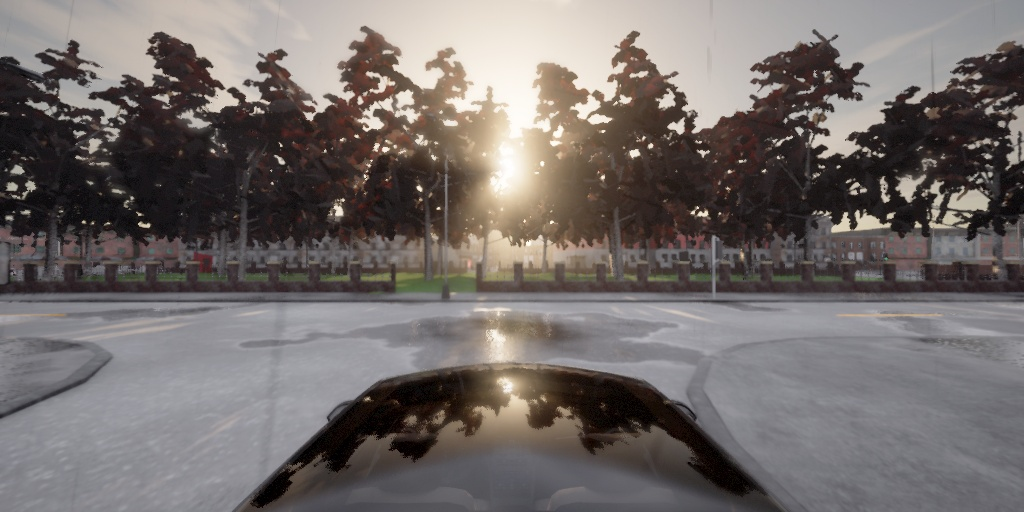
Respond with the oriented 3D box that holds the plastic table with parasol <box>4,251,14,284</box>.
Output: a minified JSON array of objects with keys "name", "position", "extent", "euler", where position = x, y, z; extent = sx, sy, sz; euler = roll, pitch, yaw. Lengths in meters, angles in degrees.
[{"name":"plastic table with parasol","position":[-43.602,1.013,32.824],"extent":[2.482,2.480,2.482],"euler":[0,0,-39]}]

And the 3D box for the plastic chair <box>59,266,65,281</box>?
[{"name":"plastic chair","position":[-38.183,1.665,30.912],"extent":[0.730,1.272,0.750],"euler":[0,0,-40]}]

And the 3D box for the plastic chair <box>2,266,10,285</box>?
[{"name":"plastic chair","position":[-44.610,1.678,32.074],"extent":[0.730,1.272,0.750],"euler":[0,0,-41]}]

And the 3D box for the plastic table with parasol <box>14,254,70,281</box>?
[{"name":"plastic table with parasol","position":[-39.181,1.054,30.179],"extent":[2.482,2.480,2.482],"euler":[0,0,-40]}]

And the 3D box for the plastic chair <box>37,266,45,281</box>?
[{"name":"plastic chair","position":[-38.279,1.653,29.206],"extent":[0.750,1.272,0.730],"euler":[0,0,-35]}]

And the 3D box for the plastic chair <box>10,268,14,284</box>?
[{"name":"plastic chair","position":[-40.212,1.643,29.435],"extent":[0.730,1.272,0.750],"euler":[0,0,-40]}]
